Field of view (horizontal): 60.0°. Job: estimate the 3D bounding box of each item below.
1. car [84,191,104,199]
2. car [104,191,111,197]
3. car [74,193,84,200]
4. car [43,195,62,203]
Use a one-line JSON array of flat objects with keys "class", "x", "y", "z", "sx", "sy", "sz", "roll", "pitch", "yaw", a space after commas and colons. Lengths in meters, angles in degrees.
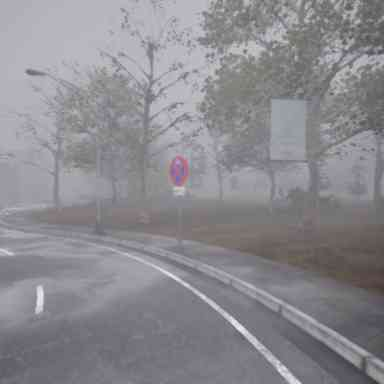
[{"class": "car", "x": -23.204, "y": 0.937, "z": 79.200, "sx": 2.033, "sy": 1.411, "sz": 5.357, "roll": -1, "pitch": 1, "yaw": 0}, {"class": "car", "x": -23.161, "y": 0.486, "z": 89.617, "sx": 1.882, "sy": 1.535, "sz": 5.008, "roll": -1, "pitch": 1, "yaw": 0}, {"class": "car", "x": -26.455, "y": 0.982, "z": 79.026, "sx": 2.128, "sy": 1.511, "sz": 4.902, "roll": -1, "pitch": 1, "yaw": 0}, {"class": "car", "x": -26.507, "y": 1.309, "z": 63.155, "sx": 1.895, "sy": 1.301, "sz": 4.718, "roll": -1, "pitch": 6, "yaw": 0}]
